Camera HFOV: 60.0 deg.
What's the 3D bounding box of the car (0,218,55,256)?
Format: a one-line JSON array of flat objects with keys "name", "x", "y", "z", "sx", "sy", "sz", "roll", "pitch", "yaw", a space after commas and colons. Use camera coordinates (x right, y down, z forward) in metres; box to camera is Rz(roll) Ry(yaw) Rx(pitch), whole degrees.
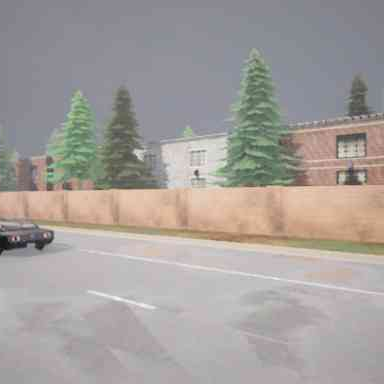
[{"name": "car", "x": -7.827, "y": 1.733, "z": 13.749, "sx": 4.718, "sy": 1.301, "sz": 1.895, "roll": -1, "pitch": 0, "yaw": 36}]
